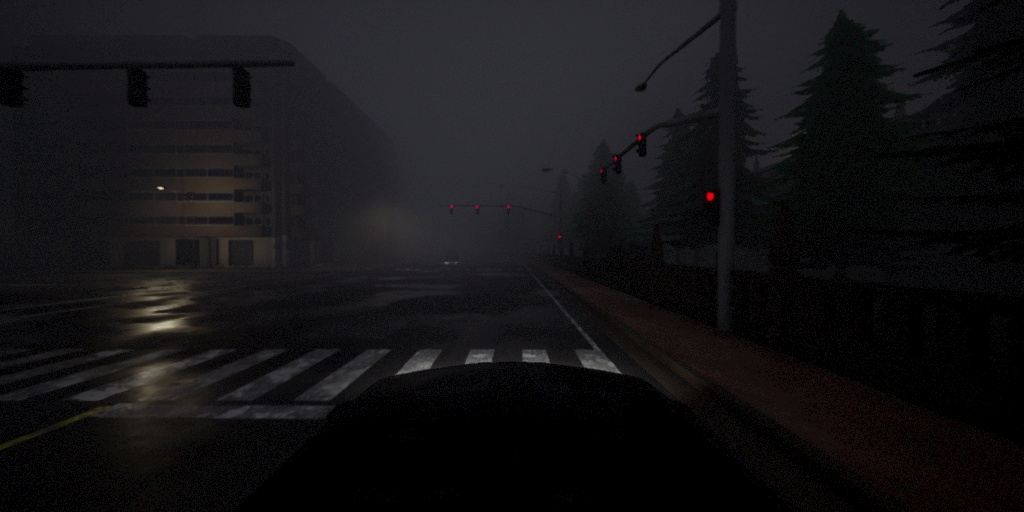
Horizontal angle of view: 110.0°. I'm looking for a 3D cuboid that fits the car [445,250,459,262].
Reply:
[{"bbox_3d":[-10.797,0.002,63.902,2.150,2.045,5.566,0,2,-14],"label":"car"}]
